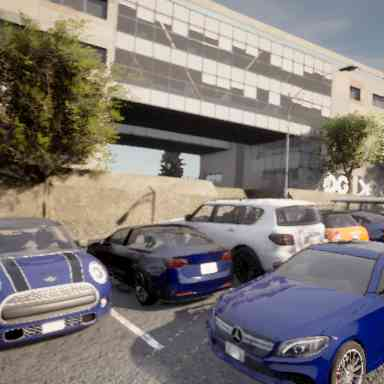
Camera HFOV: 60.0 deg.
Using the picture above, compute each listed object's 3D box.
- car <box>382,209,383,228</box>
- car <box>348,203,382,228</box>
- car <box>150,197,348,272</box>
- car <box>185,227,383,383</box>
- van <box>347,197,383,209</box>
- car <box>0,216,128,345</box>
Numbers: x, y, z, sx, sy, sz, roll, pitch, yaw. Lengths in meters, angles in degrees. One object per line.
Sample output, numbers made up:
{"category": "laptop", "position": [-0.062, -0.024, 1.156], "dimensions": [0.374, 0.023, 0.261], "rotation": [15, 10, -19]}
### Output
{"category": "car", "position": [5.792, 1.499, 13.133], "dimensions": [2.163, 1.488, 4.792], "rotation": [0, 0, -35]}
{"category": "car", "position": [3.554, 1.346, 11.464], "dimensions": [2.185, 1.767, 4.553], "rotation": [0, 0, -36]}
{"category": "car", "position": [1.244, 1.223, 9.888], "dimensions": [2.435, 2.045, 5.566], "rotation": [0, 0, -35]}
{"category": "car", "position": [2.374, 1.522, 5.071], "dimensions": [4.674, 1.442, 1.812], "rotation": [0, 0, -36]}
{"category": "van", "position": [8.017, 1.241, 14.829], "dimensions": [1.878, 1.987, 4.442], "rotation": [0, 0, -36]}
{"category": "car", "position": [-3.305, 1.354, 6.648], "dimensions": [2.185, 1.767, 4.553], "rotation": [0, 0, -36]}
